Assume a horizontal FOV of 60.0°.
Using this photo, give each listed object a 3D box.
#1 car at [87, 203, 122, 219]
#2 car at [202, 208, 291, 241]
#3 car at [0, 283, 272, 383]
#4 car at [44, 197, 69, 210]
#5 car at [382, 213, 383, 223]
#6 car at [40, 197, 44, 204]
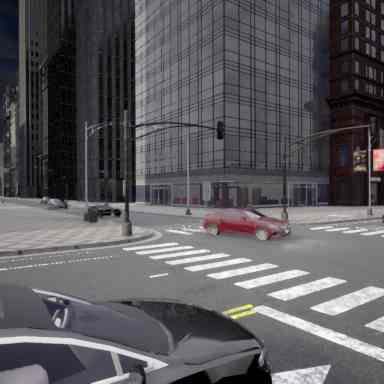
[{"bbox_3d":[-8.110,1.662,30.460,1.895,1.301,4.718,0,0,-35],"label":"car"},{"bbox_3d":[2.614,1.529,16.724,4.674,1.442,1.812,0,0,42],"label":"car"},{"bbox_3d":[-1.475,1.491,2.386,4.902,1.511,2.128,0,0,-36],"label":"car"},{"bbox_3d":[-17.842,1.607,44.216,1.837,1.490,4.892,0,0,-35],"label":"car"},{"bbox_3d":[14.773,1.357,22.374,4.553,1.767,2.097,0,0,-36],"label":"car"},{"bbox_3d":[-27.607,1.651,63.486,1.837,1.490,4.892,0,0,-35],"label":"car"}]
